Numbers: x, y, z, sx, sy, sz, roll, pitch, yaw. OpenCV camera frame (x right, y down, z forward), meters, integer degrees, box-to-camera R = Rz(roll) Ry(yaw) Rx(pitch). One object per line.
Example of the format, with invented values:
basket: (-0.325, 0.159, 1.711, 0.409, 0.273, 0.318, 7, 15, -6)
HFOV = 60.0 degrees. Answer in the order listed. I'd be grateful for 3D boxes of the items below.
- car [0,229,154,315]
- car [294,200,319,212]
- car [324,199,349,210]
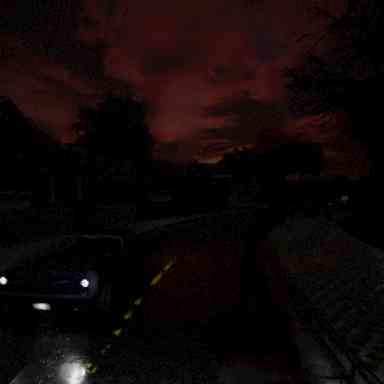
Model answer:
car: (-2.276, 1.594, 7.716, 1.895, 1.301, 4.718, 0, 0, 6)
car: (15.550, 1.802, 44.991, 2.097, 1.767, 4.553, 0, -1, 40)
car: (23.176, 1.982, 53.250, 4.553, 1.767, 2.097, 1, -1, -39)
